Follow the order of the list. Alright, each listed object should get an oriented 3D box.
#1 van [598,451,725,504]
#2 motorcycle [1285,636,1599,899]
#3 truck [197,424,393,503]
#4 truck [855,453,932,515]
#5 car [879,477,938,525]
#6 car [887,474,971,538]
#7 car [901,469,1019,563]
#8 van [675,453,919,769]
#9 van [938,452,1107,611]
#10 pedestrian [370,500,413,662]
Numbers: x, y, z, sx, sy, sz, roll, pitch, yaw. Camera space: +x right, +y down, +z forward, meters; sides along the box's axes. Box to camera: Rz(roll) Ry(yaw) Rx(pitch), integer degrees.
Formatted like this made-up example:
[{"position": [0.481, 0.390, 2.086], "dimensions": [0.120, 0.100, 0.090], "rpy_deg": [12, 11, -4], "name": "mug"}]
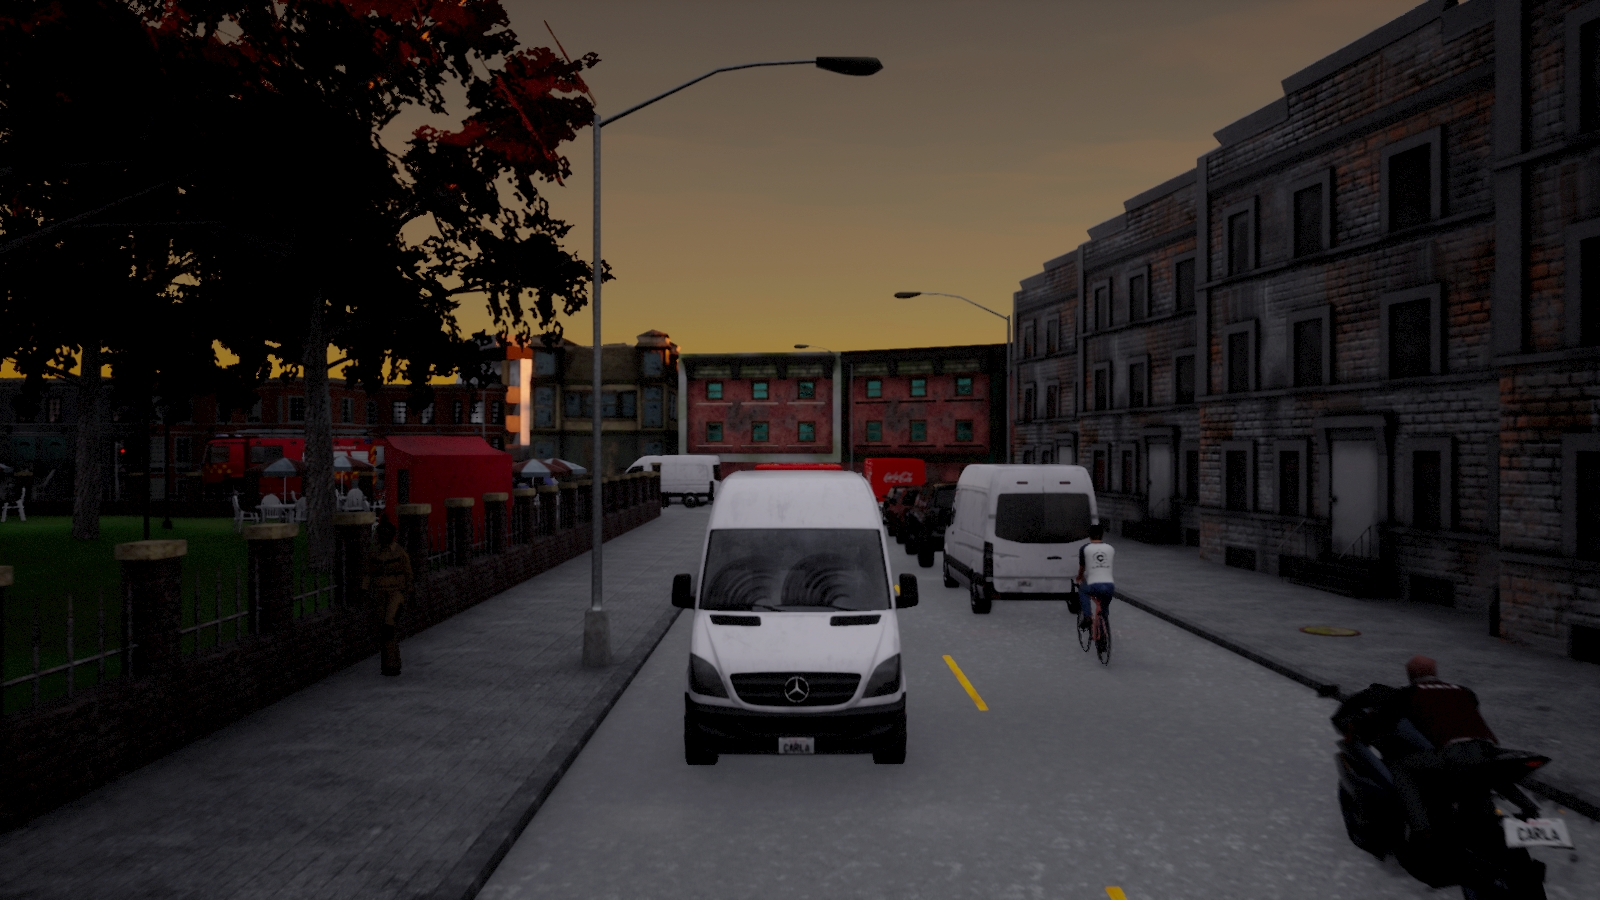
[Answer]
[{"position": [-6.848, 1.316, 56.736], "dimensions": [5.915, 2.561, 1.988], "rpy_deg": [0, 0, 10], "name": "van"}, {"position": [3.984, 1.985, 7.253], "dimensions": [0.867, 1.251, 2.209], "rpy_deg": [0, 0, 0], "name": "motorcycle"}, {"position": [-24.998, 0.671, 56.846], "dimensions": [8.468, 3.827, 2.891], "rpy_deg": [0, 0, -1], "name": "truck"}, {"position": [3.810, 1.350, 47.772], "dimensions": [2.627, 2.467, 5.204], "rpy_deg": [0, 0, -2], "name": "truck"}, {"position": [3.884, 1.807, 41.403], "dimensions": [1.789, 1.549, 3.705], "rpy_deg": [0, 0, 0], "name": "car"}, {"position": [3.938, 1.686, 35.605], "dimensions": [2.097, 1.767, 4.553], "rpy_deg": [0, 0, 0], "name": "car"}, {"position": [3.893, 1.560, 28.810], "dimensions": [2.150, 2.045, 5.566], "rpy_deg": [0, 0, 0], "name": "car"}, {"position": [-0.041, 1.315, 12.244], "dimensions": [1.988, 2.561, 5.915], "rpy_deg": [0, 0, 0], "name": "van"}, {"position": [3.955, 1.315, 21.387], "dimensions": [1.988, 2.561, 5.915], "rpy_deg": [0, 0, 0], "name": "van"}, {"position": [-4.806, 1.525, 13.453], "dimensions": [0.375, 1.860, 0.375], "rpy_deg": [0, 0, 1], "name": "pedestrian"}]
